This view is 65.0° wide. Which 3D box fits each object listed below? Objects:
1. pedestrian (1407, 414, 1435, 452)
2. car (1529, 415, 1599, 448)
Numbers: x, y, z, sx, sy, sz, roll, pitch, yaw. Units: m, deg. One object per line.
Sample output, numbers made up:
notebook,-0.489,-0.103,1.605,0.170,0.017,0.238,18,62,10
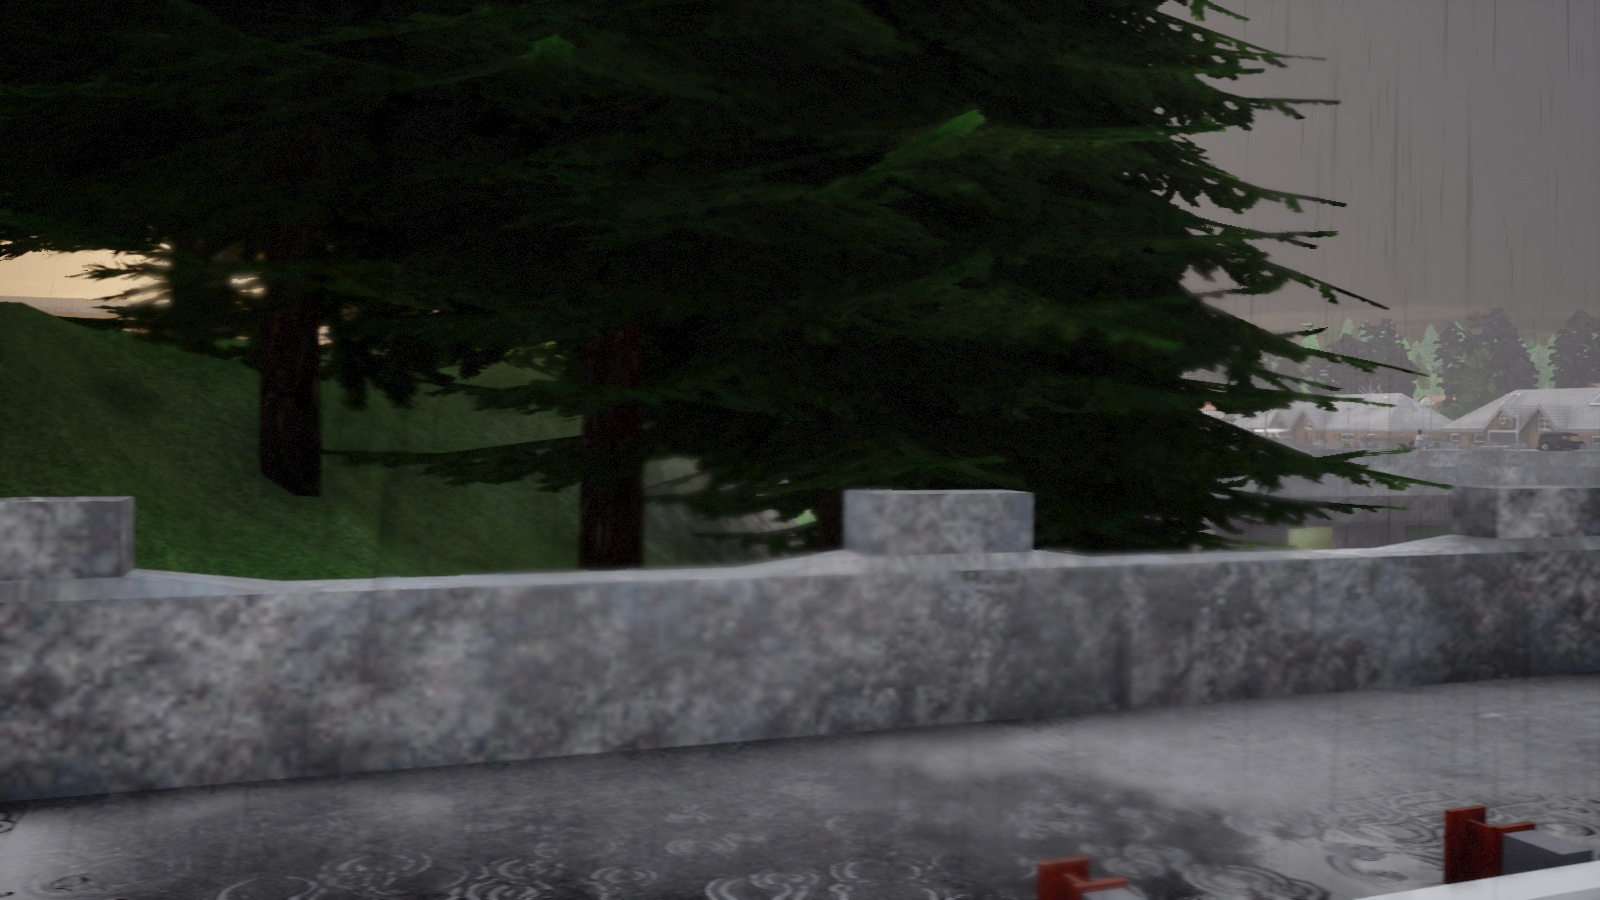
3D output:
pedestrian,31.081,-0.851,62.861,0.900,1.855,0.874,-1,1,-23
car,45.112,-1.095,73.816,3.866,1.878,1.905,-1,1,-21
